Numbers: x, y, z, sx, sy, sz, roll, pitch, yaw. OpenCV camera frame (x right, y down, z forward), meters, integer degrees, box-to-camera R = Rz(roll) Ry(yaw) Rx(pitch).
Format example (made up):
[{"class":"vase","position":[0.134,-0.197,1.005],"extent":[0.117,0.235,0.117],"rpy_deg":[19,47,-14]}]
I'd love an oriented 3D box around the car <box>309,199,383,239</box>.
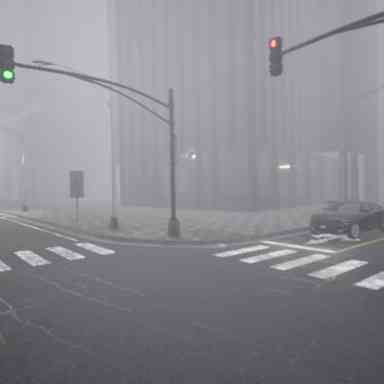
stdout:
[{"class":"car","position":[7.297,1.113,15.254],"extent":[5.008,1.535,1.882],"rpy_deg":[-2,1,-40]}]
